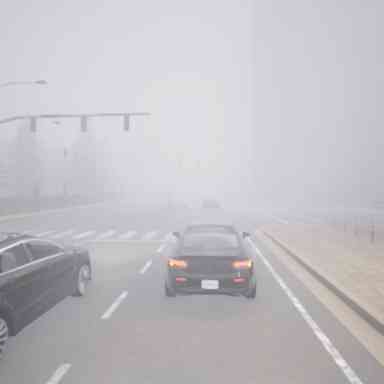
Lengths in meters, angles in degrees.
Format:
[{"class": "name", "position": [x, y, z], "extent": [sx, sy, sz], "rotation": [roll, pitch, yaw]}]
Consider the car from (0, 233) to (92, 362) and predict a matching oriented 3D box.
[{"class": "car", "position": [-3.214, 1.423, 5.463], "extent": [2.128, 1.511, 4.902], "rotation": [0, 1, 4]}]

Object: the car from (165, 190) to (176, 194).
[{"class": "car", "position": [-3.768, 0.601, 61.298], "extent": [2.097, 1.767, 4.553], "rotation": [0, 1, 4]}]

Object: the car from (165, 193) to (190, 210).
[{"class": "car", "position": [-1.525, 1.115, 35.514], "extent": [1.812, 1.442, 4.674], "rotation": [0, 1, 3]}]

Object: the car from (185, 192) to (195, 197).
[{"class": "car", "position": [-0.822, 0.616, 76.467], "extent": [1.994, 1.385, 4.181], "rotation": [0, 1, 24]}]

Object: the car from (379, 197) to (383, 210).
[{"class": "car", "position": [21.547, 1.158, 32.635], "extent": [4.892, 1.490, 1.837], "rotation": [0, 1, 2]}]

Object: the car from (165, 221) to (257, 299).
[{"class": "car", "position": [0.456, 1.425, 8.116], "extent": [1.812, 1.442, 4.674], "rotation": [0, 1, 4]}]

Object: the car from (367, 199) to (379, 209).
[{"class": "car", "position": [21.682, 1.115, 36.132], "extent": [4.892, 1.490, 1.837], "rotation": [0, 1, 2]}]

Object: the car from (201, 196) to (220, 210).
[{"class": "car", "position": [1.982, 1.127, 35.317], "extent": [1.812, 1.442, 4.674], "rotation": [0, 1, 3]}]
